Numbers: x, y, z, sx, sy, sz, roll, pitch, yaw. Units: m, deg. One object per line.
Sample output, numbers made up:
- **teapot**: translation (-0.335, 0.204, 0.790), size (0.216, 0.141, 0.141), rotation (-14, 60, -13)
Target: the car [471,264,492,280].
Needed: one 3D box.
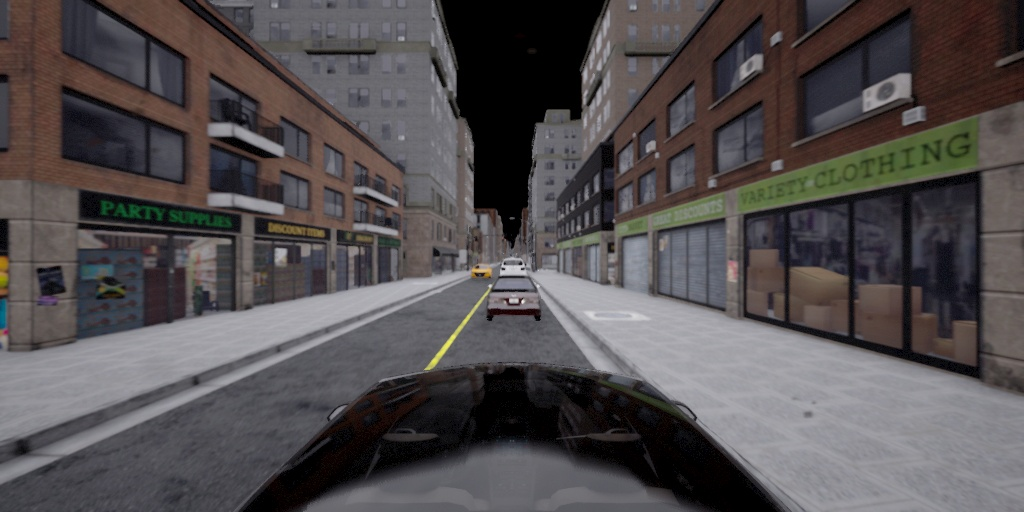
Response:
- **car**: translation (-3.078, 1.556, 36.834), size (1.882, 1.535, 5.008), rotation (0, -1, 0)

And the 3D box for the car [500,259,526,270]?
- **car**: translation (0.099, 1.253, 31.866), size (2.150, 2.045, 5.566), rotation (0, -1, 0)

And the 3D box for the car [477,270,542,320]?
- **car**: translation (0.072, 1.408, 13.226), size (2.033, 1.411, 5.357), rotation (0, -1, 0)
